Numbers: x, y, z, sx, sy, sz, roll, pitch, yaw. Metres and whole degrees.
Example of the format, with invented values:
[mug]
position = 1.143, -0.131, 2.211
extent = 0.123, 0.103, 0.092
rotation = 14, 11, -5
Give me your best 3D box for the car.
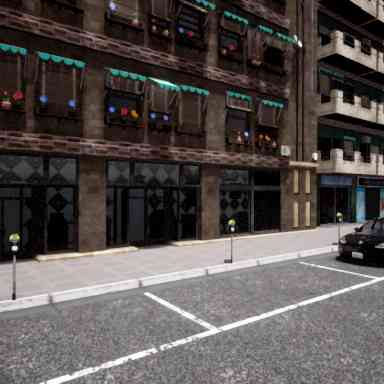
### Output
[car]
position = 6.838, 1.566, 11.445
extent = 4.313, 1.339, 1.947
rotation = 0, 0, -36
